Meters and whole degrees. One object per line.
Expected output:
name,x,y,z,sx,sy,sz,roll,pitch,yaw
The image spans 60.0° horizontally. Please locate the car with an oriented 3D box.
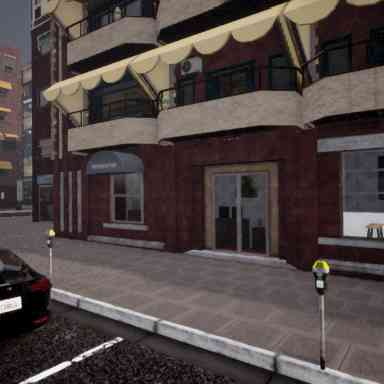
car,-4.164,1.567,5.706,4.313,1.339,1.947,0,-1,36
